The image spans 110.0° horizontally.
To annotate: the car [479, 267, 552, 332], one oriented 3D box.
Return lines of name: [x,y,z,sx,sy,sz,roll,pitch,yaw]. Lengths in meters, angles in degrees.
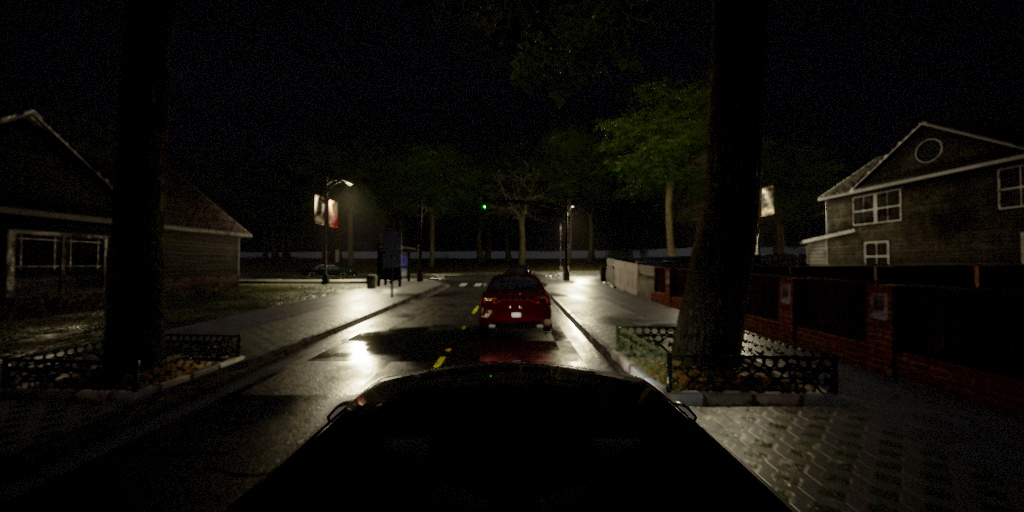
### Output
car: [0.099,1.258,11.027,1.882,1.535,5.008,0,0,0]

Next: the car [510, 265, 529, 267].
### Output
car: [0.525,1.346,24.688,2.033,1.411,5.357,0,0,5]

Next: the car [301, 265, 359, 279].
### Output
car: [-17.144,1.477,34.039,4.718,1.301,1.895,0,-1,0]
